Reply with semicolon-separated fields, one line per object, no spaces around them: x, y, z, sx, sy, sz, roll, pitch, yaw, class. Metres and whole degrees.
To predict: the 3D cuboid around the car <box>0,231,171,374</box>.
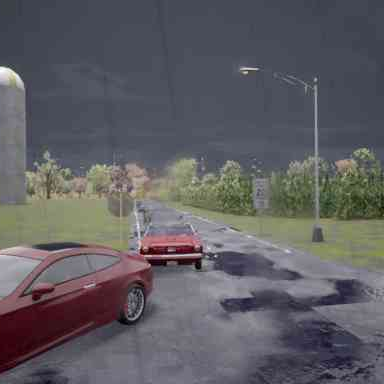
-2.392;1.557;5.059;1.812;1.442;4.674;0;-1;29;car

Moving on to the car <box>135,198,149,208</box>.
-8.254;1.799;54.945;2.033;1.411;5.357;-1;0;-11;car

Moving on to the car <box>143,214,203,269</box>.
-0.743;1.665;11.376;1.895;1.301;4.718;-1;0;-5;car

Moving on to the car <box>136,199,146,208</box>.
-5.523;1.751;40.545;1.994;1.385;4.181;-1;0;-11;car

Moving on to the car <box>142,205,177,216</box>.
-1.459;1.650;17.822;1.994;1.385;4.181;-1;0;-10;car

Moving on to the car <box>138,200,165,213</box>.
-2.697;1.609;24.948;2.128;1.511;4.902;-1;0;-10;car
